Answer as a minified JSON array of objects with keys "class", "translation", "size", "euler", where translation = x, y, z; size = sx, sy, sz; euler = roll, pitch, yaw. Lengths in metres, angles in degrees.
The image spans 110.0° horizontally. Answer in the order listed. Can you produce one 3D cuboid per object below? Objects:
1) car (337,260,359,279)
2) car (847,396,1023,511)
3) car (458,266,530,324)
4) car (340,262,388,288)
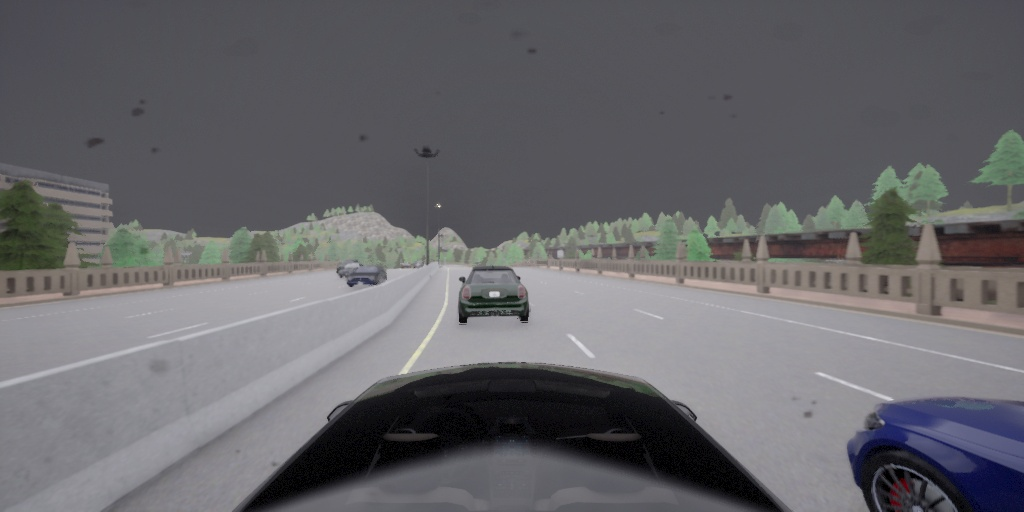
[{"class":"car","translation":[-15.089,1.372,34.280],"size":[1.812,1.442,4.674],"euler":[0,0,-10]},{"class":"car","translation":[3.464,1.261,0.756],"size":[1.812,1.442,4.674],"euler":[0,0,1]},{"class":"car","translation":[-0.736,1.108,12.289],"size":[2.097,1.767,4.553],"euler":[0,0,-6]},{"class":"car","translation":[-9.915,1.360,24.998],"size":[2.033,1.411,5.357],"euler":[0,0,-10]}]
